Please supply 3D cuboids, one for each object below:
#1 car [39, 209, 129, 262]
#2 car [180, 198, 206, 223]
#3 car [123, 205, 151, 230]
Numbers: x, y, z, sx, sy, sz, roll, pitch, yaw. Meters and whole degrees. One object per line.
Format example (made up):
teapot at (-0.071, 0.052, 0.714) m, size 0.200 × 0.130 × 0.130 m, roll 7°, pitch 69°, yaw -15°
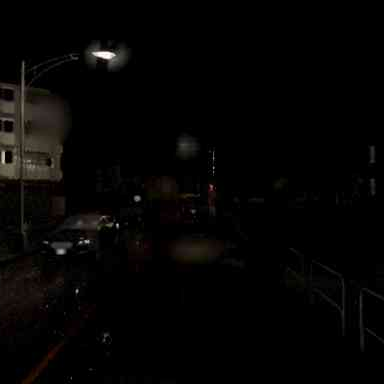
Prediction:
car at (-4.092, 1.620, 12.818) m, size 2.128 × 1.511 × 4.902 m, roll 0°, pitch -1°, yaw 0°
car at (0.104, 1.638, 28.816) m, size 2.097 × 1.767 × 4.553 m, roll 0°, pitch -1°, yaw 0°
car at (-4.051, 1.707, 23.087) m, size 1.882 × 1.535 × 5.008 m, roll 0°, pitch -1°, yaw 0°
